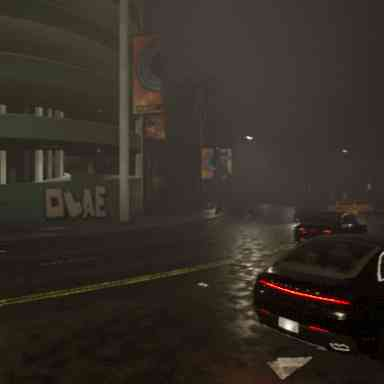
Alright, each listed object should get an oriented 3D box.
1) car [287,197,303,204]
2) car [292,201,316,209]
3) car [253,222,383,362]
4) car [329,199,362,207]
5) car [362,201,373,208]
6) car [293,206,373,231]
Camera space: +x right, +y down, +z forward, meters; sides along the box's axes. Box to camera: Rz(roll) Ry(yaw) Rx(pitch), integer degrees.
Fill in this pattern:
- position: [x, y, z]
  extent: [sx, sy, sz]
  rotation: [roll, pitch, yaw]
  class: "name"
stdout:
- position: [20.516, 1.754, 66.312]
  extent: [2.231, 1.521, 4.892]
  rotation: [0, 0, -2]
  class: "car"
- position: [9.221, 1.720, 26.499]
  extent: [1.994, 1.385, 4.181]
  rotation: [0, 0, 20]
  class: "car"
- position: [3.136, 1.529, 5.991]
  extent: [4.892, 1.490, 1.837]
  rotation: [0, 0, -40]
  class: "car"
- position: [13.979, 1.601, 31.068]
  extent: [1.882, 1.535, 5.008]
  rotation: [0, 0, 13]
  class: "car"
- position: [18.089, 1.601, 36.920]
  extent: [1.801, 1.575, 5.366]
  rotation: [0, 0, 3]
  class: "car"
- position: [5.863, 1.561, 13.821]
  extent: [1.837, 1.490, 4.892]
  rotation: [0, 0, 40]
  class: "car"
